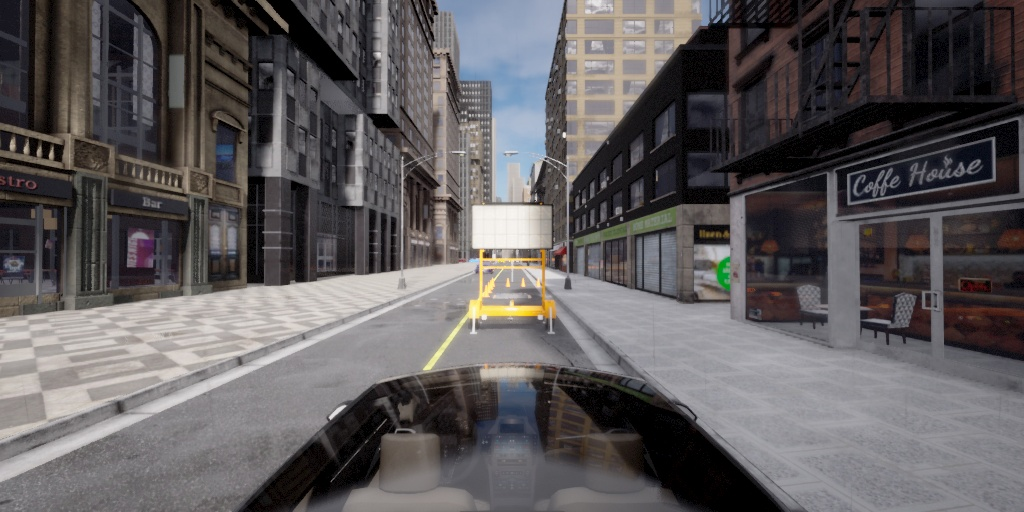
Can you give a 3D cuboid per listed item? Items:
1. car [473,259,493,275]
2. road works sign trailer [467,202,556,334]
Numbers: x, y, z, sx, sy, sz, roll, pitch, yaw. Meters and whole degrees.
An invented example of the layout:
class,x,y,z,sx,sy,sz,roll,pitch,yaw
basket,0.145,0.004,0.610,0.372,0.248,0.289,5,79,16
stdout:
class,x,y,z,sx,sy,sz,roll,pitch,yaw
car,-3.069,1.313,40.314,1.812,1.442,4.674,0,0,0
road works sign trailer,0.011,0.216,10.613,2.380,3.560,2.880,0,0,0
